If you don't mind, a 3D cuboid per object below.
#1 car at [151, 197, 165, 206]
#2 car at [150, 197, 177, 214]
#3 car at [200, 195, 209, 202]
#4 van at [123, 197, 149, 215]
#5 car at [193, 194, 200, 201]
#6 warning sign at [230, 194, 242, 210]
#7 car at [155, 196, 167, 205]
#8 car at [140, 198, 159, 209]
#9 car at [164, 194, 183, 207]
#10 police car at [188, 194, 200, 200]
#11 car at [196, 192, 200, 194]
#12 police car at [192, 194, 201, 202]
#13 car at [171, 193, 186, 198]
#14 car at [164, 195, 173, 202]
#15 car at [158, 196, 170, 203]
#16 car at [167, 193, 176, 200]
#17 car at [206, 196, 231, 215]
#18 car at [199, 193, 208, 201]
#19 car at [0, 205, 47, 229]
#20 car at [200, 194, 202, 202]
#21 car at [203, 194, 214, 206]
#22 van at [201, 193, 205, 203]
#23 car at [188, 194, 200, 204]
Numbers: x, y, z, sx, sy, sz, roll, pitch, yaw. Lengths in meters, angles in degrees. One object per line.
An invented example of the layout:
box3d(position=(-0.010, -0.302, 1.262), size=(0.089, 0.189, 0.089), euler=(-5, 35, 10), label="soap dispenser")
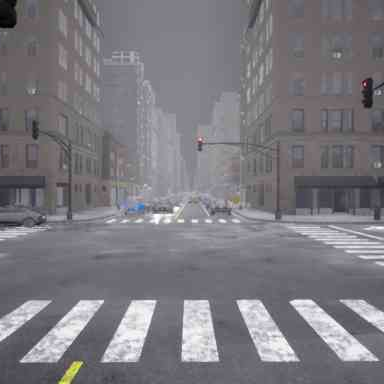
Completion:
box3d(position=(-5.657, 1.566, 56.127), size=(1.947, 1.339, 4.313), euler=(0, 0, 0), label="car")
box3d(position=(-2.974, 1.564, 35.309), size=(1.994, 1.385, 4.181), euler=(0, 0, 0), label="car")
box3d(position=(2.952, 1.433, 78.779), size=(1.967, 1.590, 4.097), euler=(0, 0, 0), label="car")
box3d(position=(-5.740, 1.342, 33.454), size=(1.690, 1.788, 3.998), euler=(0, 0, 0), label="van")
box3d(position=(1.110, 1.444, 89.616), size=(1.801, 1.575, 5.366), euler=(0, 0, 0), label="car")
box3d(position=(5.209, 1.116, 39.410), size=(1.300, 1.860, 1.060), euler=(0, 0, 0), label="warning sign")
box3d(position=(-5.637, 1.525, 61.625), size=(1.752, 1.417, 4.829), euler=(0, 0, 0), label="car")
box3d(position=(-5.698, 1.567, 44.790), size=(1.947, 1.339, 4.313), euler=(0, 0, 0), label="car")
box3d(position=(-2.908, 1.494, 51.317), size=(2.128, 1.511, 4.902), euler=(0, 0, 0), label="car")
box3d(position=(0.618, 1.411, 95.445), size=(1.930, 1.638, 5.238), euler=(0, 0, -16), label="police car")
box3d(position=(0.263, 1.288, 72.998), size=(1.882, 1.535, 5.008), euler=(0, 0, 0), label="car")
box3d(position=(1.083, 1.418, 79.521), size=(1.930, 1.638, 5.238), euler=(0, 0, -1), label="police car")
box3d(position=(-2.756, 1.438, 68.009), size=(2.128, 1.511, 4.902), euler=(0, 0, 0), label="car")
box3d(position=(-5.575, 1.519, 78.630), size=(1.752, 1.417, 4.829), euler=(0, 0, 0), label="car")
box3d(position=(-5.615, 1.564, 67.463), size=(1.947, 1.339, 4.313), euler=(0, 0, 0), label="car")
box3d(position=(-5.533, 1.303, 90.136), size=(2.192, 1.841, 5.009), euler=(0, 0, 0), label="car")
box3d(position=(2.786, 1.441, 33.425), size=(1.967, 1.590, 4.097), euler=(0, 0, 0), label="car")
box3d(position=(2.972, 1.306, 84.447), size=(2.192, 1.841, 5.009), euler=(0, 0, 0), label="car")
box3d(position=(-11.327, 1.539, 20.757), size=(4.181, 1.385, 1.994), euler=(0, 0, -7), label="car")
box3d(position=(2.890, 1.525, 61.940), size=(1.752, 1.417, 4.829), euler=(0, 0, 0), label="car")
box3d(position=(2.827, 1.441, 44.763), size=(1.967, 1.590, 4.097), euler=(0, 0, 0), label="car")
box3d(position=(2.868, 1.341, 56.101), size=(1.690, 1.788, 3.998), euler=(0, 0, 0), label="van")
box3d(position=(0.227, 1.600, 63.024), size=(1.895, 1.301, 4.718), euler=(0, 0, 0), label="car")
